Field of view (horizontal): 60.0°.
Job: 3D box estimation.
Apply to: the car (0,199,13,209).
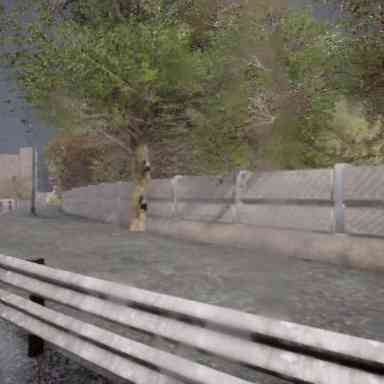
[{"bbox_3d":[-33.030,2.103,58.275,1.882,1.535,5.008,1,-1,-23],"label":"car"}]
